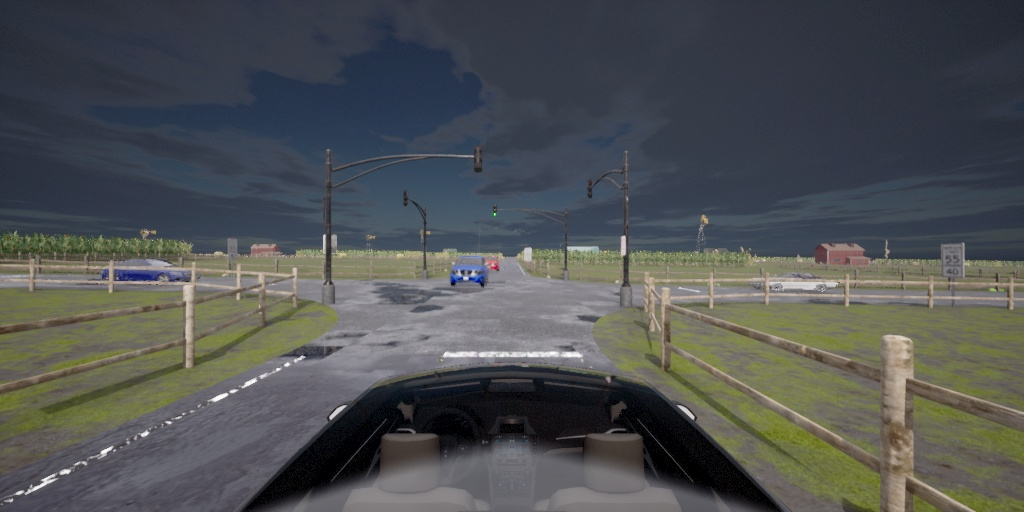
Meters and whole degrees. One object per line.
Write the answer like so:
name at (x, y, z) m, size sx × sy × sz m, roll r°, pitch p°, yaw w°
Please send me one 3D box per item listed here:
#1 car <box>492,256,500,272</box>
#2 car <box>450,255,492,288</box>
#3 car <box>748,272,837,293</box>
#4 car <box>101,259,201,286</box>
car at (-2.743, 0.996, 46.001) m, size 2.150 × 2.045 × 5.566 m, roll 0°, pitch 0°, yaw 0°
car at (-2.768, 0.987, 24.299) m, size 2.150 × 2.045 × 5.566 m, roll 1°, pitch 0°, yaw 0°
car at (18.687, 1.739, 24.110) m, size 4.718 × 1.301 × 1.895 m, roll 1°, pitch 0°, yaw 0°
car at (-20.483, 0.913, 20.411) m, size 4.674 × 1.442 × 1.812 m, roll 1°, pitch 0°, yaw 0°
